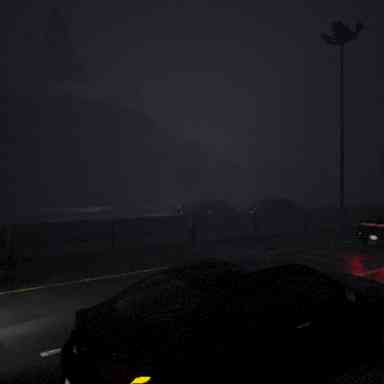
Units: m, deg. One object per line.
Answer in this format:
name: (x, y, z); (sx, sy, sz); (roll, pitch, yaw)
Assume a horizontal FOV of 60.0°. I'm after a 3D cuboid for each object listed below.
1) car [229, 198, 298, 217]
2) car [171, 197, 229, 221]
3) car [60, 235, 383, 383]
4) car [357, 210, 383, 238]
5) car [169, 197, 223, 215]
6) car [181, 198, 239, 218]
car: (5.274, 1.207, 23.370); (4.553, 1.767, 2.097); (0, 0, -28)
car: (0.994, 1.378, 25.019); (4.892, 1.490, 1.837); (-1, 0, -29)
car: (0.850, 1.501, 4.178); (4.674, 1.442, 1.812); (-1, 0, -34)
car: (8.545, 1.377, 12.999); (4.902, 1.511, 2.128); (-1, 0, -30)
car: (0.389, 1.317, 32.668); (5.008, 1.535, 1.882); (0, 0, -28)
car: (1.642, 1.353, 29.367); (4.892, 1.490, 1.837); (0, 0, -28)
